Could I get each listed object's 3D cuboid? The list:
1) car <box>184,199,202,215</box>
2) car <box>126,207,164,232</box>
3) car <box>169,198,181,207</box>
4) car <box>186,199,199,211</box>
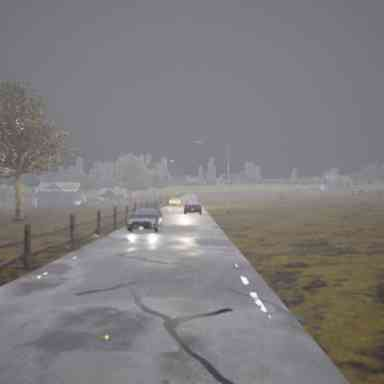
[{"bbox_3d":[0.086,1.681,36.795,1.882,1.535,5.008,0,0,0],"label":"car"},{"bbox_3d":[-2.854,1.671,21.286,2.033,1.411,5.357,0,0,0],"label":"car"},{"bbox_3d":[-2.845,1.771,56.017,1.882,1.535,5.008,0,0,0],"label":"car"},{"bbox_3d":[0.053,1.777,46.765,1.812,1.442,4.674,0,0,0],"label":"car"}]
